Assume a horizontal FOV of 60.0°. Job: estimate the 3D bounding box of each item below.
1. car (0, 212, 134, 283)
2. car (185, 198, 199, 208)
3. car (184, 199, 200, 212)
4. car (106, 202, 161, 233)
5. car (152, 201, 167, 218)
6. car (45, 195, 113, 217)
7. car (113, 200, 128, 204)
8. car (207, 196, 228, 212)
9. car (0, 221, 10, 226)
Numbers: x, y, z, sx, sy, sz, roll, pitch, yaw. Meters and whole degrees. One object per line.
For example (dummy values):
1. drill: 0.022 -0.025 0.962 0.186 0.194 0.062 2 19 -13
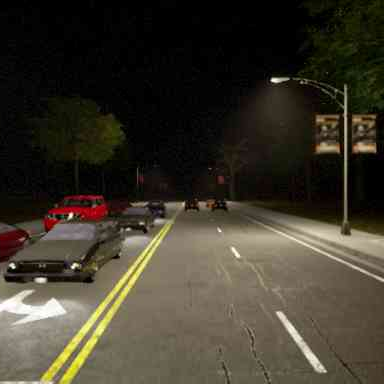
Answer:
1. car: -3.314 1.552 9.949 2.033 1.411 5.357 0 0 0
2. car: -0.007 1.660 50.392 1.895 1.301 4.718 0 0 0
3. car: -0.007 1.583 39.807 2.033 1.411 5.357 0 0 0
4. car: -3.300 1.558 20.028 2.033 1.411 5.357 0 0 0
5. car: -3.305 1.568 30.344 2.033 1.411 5.357 0 0 0
6. car: -6.555 1.231 19.482 2.150 2.045 5.566 0 0 0
7. car: -6.554 1.498 29.887 1.882 1.535 5.008 0 0 1
8. car: 3.243 1.583 39.809 2.033 1.411 5.357 0 0 0
9. car: -6.562 1.569 10.002 1.994 1.385 4.181 0 0 0
